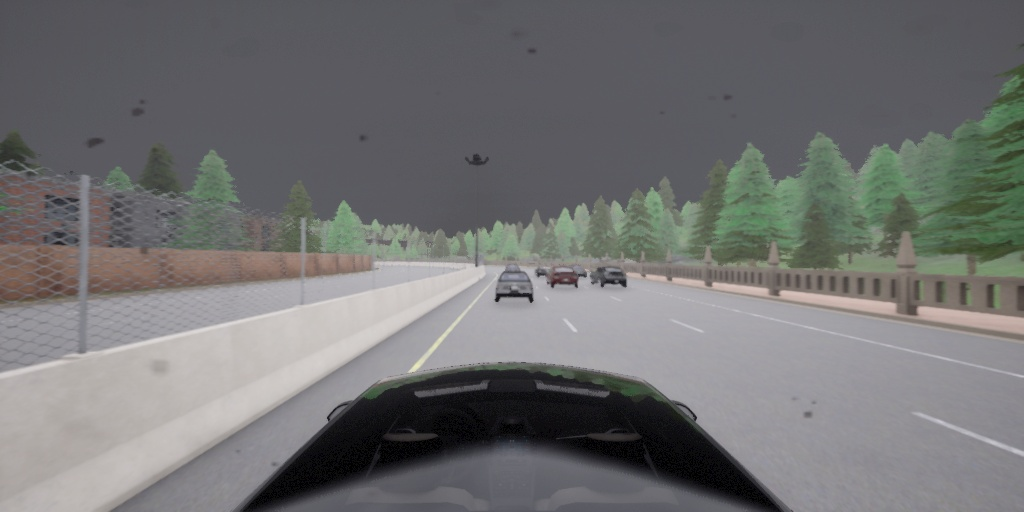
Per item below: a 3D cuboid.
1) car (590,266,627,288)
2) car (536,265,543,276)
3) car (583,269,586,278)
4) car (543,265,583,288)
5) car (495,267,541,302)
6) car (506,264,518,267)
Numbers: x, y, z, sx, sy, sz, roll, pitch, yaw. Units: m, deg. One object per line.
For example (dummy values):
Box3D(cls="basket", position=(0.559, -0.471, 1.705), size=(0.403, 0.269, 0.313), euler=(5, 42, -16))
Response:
Box3D(cls="car", position=(7.117, 1.511, 26.793), size=(1.837, 1.490, 4.892), euler=(0, 0, 0))
Box3D(cls="car", position=(3.553, 1.723, 40.541), size=(1.895, 1.301, 4.718), euler=(0, -1, -1))
Box3D(cls="car", position=(7.038, 1.696, 40.470), size=(1.994, 1.385, 4.181), euler=(0, 0, -1))
Box3D(cls="car", position=(3.616, 1.469, 26.494), size=(1.882, 1.535, 5.008), euler=(0, 0, 0))
Box3D(cls="car", position=(0.109, 1.451, 18.131), size=(2.033, 1.411, 5.357), euler=(0, -1, 0))
Box3D(cls="car", position=(0.022, 1.680, 42.893), size=(2.033, 1.411, 5.357), euler=(0, -1, -2))
